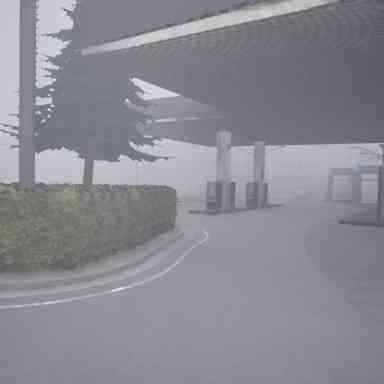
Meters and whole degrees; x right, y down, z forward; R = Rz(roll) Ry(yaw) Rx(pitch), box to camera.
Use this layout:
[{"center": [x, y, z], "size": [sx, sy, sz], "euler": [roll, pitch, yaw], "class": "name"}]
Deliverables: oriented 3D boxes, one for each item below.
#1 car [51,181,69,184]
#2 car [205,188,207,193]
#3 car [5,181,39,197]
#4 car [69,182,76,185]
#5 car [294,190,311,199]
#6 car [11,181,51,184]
[{"center": [-26.689, -1.247, 65.440], "size": [3.866, 1.878, 1.905], "euler": [2, 2, 35], "class": "car"}, {"center": [4.975, -0.343, 65.563], "size": [5.027, 1.636, 2.152], "euler": [2, 2, 35], "class": "car"}, {"center": [-21.692, -0.453, 42.409], "size": [4.605, 1.855, 1.932], "euler": [2, 2, 35], "class": "car"}, {"center": [-25.349, -1.275, 68.052], "size": [4.605, 1.855, 1.932], "euler": [2, 2, 35], "class": "car"}, {"center": [18.891, 0.400, 56.648], "size": [1.812, 1.442, 4.674], "euler": [2, 2, 35], "class": "car"}, {"center": [-17.164, -0.170, 35.189], "size": [3.866, 1.878, 1.905], "euler": [2, 2, 35], "class": "car"}]
